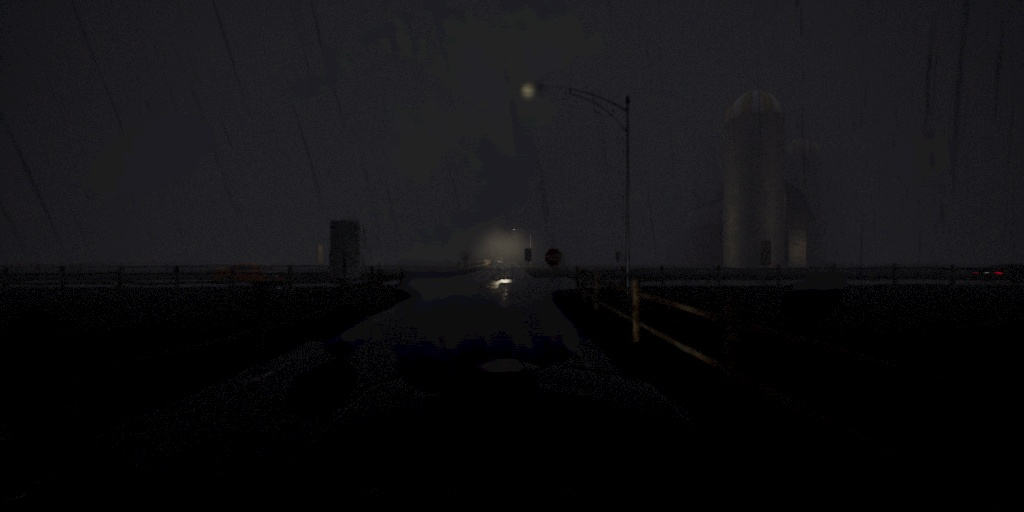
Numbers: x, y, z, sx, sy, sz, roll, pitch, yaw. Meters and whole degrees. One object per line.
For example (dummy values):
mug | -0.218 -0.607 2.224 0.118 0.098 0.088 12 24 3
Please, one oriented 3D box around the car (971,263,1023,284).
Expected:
car | 36.686 1.246 25.832 5.357 1.411 2.033 0 0 0

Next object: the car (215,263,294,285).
car | -18.500 1.323 25.922 5.008 1.535 1.882 1 0 0
